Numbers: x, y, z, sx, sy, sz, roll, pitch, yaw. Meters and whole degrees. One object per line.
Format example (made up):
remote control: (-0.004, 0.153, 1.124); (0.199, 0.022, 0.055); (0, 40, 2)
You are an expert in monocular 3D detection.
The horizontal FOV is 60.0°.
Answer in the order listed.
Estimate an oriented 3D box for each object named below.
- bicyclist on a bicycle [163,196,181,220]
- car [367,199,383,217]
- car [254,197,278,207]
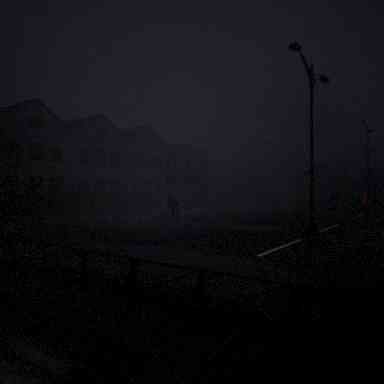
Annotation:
bicyclist on a bicycle: (-1.399, 1.109, 23.069); (1.656, 1.620, 0.582); (0, 0, 35)
car: (15.424, 1.298, 26.815); (2.007, 1.523, 4.514); (0, 0, 35)
car: (10.445, 1.356, 46.692); (2.033, 1.411, 5.357); (0, 0, 33)
